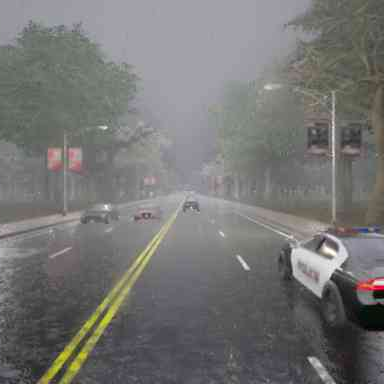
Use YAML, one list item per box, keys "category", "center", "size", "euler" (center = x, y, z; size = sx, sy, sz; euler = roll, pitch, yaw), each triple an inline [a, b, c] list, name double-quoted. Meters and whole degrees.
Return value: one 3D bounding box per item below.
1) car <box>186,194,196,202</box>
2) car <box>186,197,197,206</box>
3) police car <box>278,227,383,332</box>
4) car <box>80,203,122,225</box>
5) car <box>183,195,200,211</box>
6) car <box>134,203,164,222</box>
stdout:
- category: "car"
  center: [-0.272, 1.339, 73.496]
  size: [2.097, 1.767, 4.553]
  euler: [0, 0, 0]
- category: "car"
  center: [-0.045, 1.518, 55.754]
  size: [1.812, 1.442, 4.674]
  euler: [0, 0, 0]
- category: "police car"
  center: [3.249, 1.506, 7.055]
  size: [2.038, 1.542, 4.974]
  euler: [0, 0, 0]
- category: "car"
  center: [-6.577, 1.551, 24.660]
  size: [2.033, 1.411, 5.357]
  euler: [0, 0, 0]
- category: "car"
  center: [-0.083, 1.505, 39.799]
  size: [1.837, 1.490, 4.892]
  euler: [0, 0, 0]
- category: "car"
  center: [-3.319, 1.568, 26.302]
  size: [1.994, 1.385, 4.181]
  euler: [0, 0, 0]
